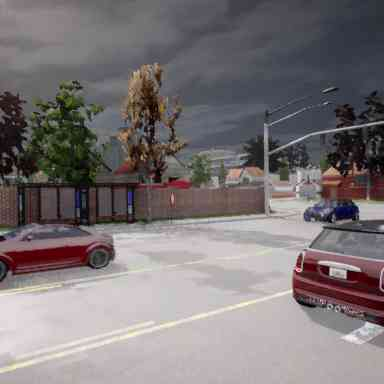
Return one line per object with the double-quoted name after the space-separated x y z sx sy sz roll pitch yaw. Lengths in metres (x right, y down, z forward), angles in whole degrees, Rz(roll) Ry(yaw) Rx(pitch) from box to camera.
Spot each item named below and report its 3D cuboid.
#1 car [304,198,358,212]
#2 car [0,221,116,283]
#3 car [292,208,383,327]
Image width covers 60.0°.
10.066 1.263 23.996 4.553 1.767 2.097 -1 0 -36 "car"
-4.333 1.564 9.500 4.181 1.385 1.994 0 0 -36 "car"
4.123 1.341 6.700 4.553 1.767 2.097 0 0 -36 "car"
